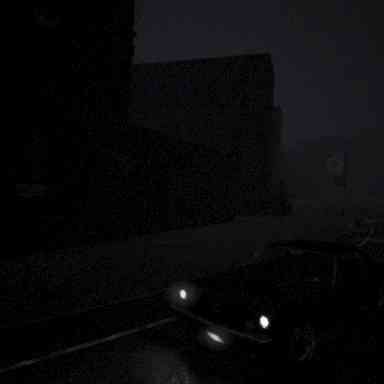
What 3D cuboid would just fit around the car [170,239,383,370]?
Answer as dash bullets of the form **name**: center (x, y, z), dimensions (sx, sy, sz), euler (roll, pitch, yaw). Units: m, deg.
- **car**: center (1.918, 1.605, 5.915), dimensions (4.718, 1.301, 1.895), euler (0, 0, -43)
